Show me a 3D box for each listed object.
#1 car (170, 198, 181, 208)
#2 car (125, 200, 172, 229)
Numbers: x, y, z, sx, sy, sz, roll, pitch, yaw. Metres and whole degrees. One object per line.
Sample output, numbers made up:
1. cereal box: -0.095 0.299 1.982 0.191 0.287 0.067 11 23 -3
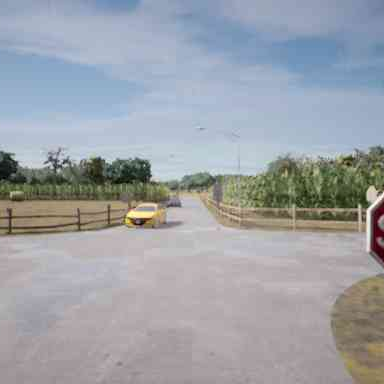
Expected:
1. car: -2.547 1.580 48.082 1.994 1.385 4.181 0 0 0
2. car: -2.940 1.532 22.424 1.882 1.535 5.008 1 0 7
